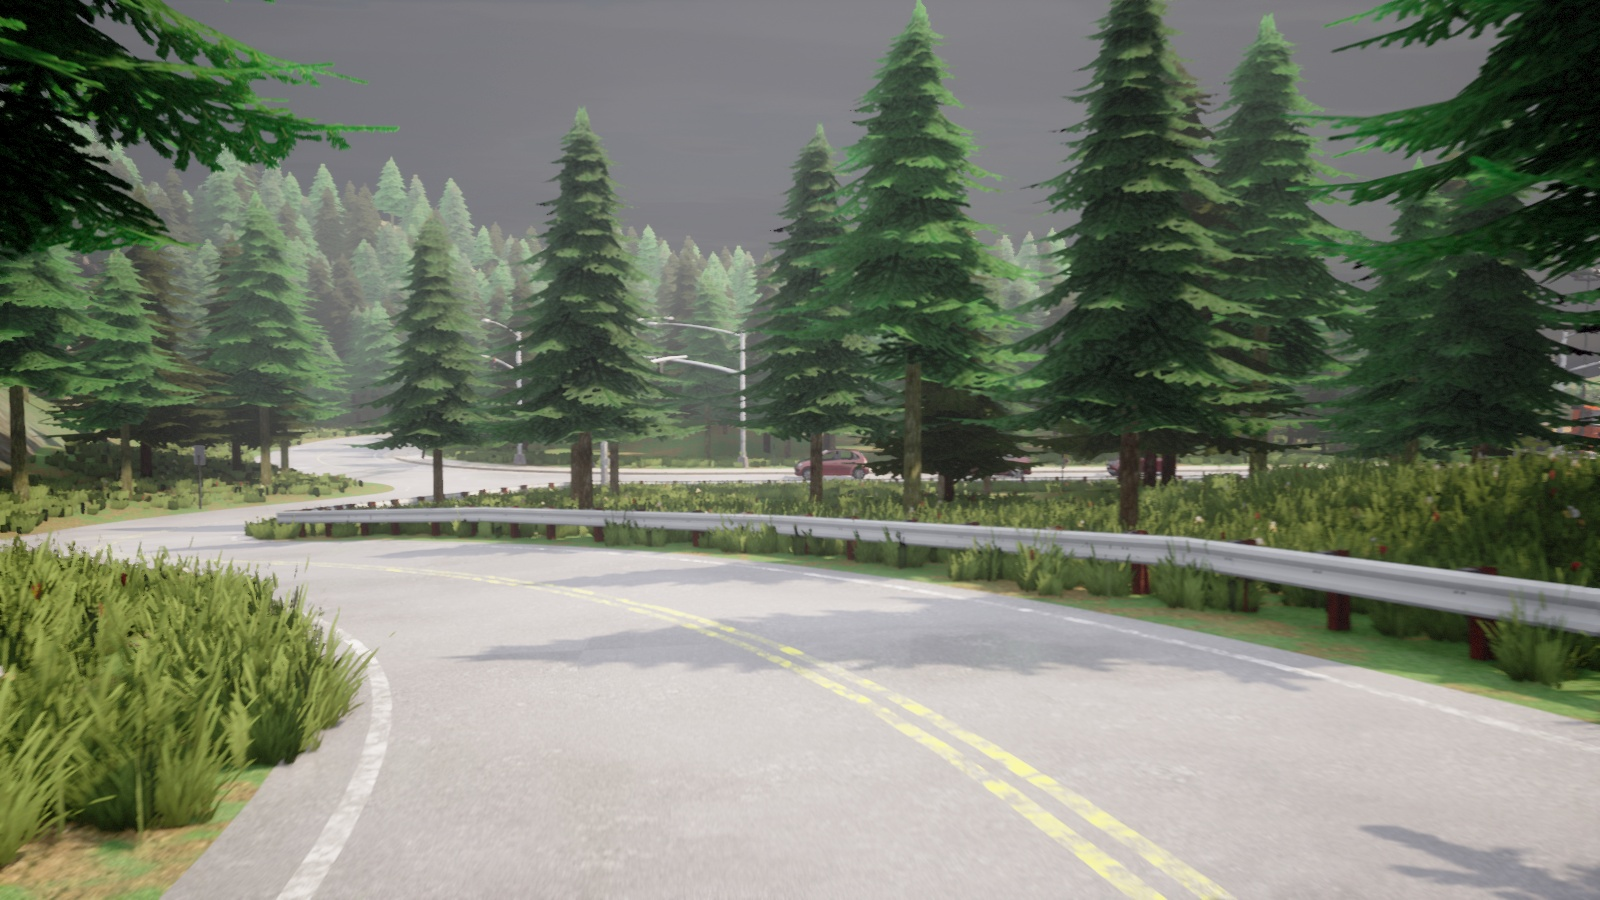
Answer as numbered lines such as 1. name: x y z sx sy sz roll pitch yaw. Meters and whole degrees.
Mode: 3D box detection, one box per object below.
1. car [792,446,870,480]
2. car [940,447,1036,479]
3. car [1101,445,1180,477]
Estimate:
1. car: 1.636 0.695 67.092 3.988 1.617 1.851 -1 4 -4
2. car: 10.087 0.694 67.637 4.792 1.488 2.163 -1 4 -4
3. car: 18.488 0.565 68.260 3.705 1.549 1.789 -1 4 -5
